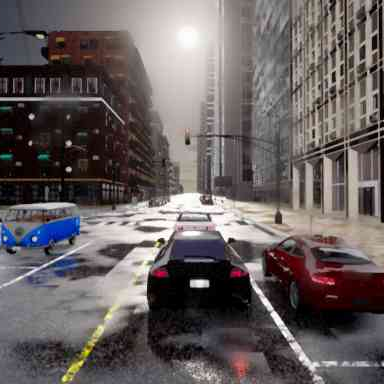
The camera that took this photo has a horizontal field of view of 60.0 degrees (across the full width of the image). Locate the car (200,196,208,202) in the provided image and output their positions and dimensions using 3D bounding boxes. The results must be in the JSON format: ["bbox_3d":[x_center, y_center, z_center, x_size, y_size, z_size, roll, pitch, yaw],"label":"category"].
[{"bbox_3d":[2.776,1.578,79.208,1.802,1.307,4.206,1,0,0],"label":"car"}]

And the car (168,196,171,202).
[{"bbox_3d":[-5.620,1.563,62.249,1.947,1.339,4.313,1,0,0],"label":"car"}]

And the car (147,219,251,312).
[{"bbox_3d":[0.112,1.564,7.797,1.994,1.385,4.181,0,0,-1],"label":"car"}]

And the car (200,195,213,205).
[{"bbox_3d":[2.754,1.580,56.589,1.802,1.307,4.206,1,0,0],"label":"car"}]

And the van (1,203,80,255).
[{"bbox_3d":[-5.750,1.342,13.024,1.690,1.788,3.998,1,0,0],"label":"van"}]

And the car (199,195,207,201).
[{"bbox_3d":[2.781,1.546,84.862,2.008,1.369,4.403,1,0,0],"label":"car"}]

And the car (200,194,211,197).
[{"bbox_3d":[2.764,1.313,62.244,2.192,1.841,5.009,1,0,0],"label":"car"}]

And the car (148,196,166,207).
[{"bbox_3d":[-5.631,1.550,50.940,2.008,1.369,4.403,1,0,0],"label":"car"}]

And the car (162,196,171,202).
[{"bbox_3d":[-5.610,1.578,73.559,1.802,1.307,4.206,1,0,0],"label":"car"}]

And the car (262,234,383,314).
[{"bbox_3d":[2.708,1.582,7.332,1.802,1.307,4.206,1,0,0],"label":"car"}]

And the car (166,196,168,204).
[{"bbox_3d":[-5.625,1.549,56.595,2.008,1.369,4.403,1,0,0],"label":"car"}]

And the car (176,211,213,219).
[{"bbox_3d":[0.112,1.601,16.615,1.895,1.301,4.718,0,0,0],"label":"car"}]
